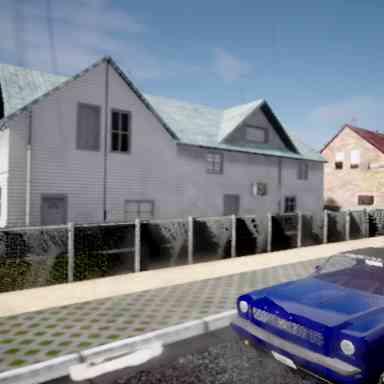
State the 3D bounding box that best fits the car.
[{"bbox_3d":[2.853,1.623,5.097,4.718,1.301,1.895,0,0,-35],"label":"car"}]
